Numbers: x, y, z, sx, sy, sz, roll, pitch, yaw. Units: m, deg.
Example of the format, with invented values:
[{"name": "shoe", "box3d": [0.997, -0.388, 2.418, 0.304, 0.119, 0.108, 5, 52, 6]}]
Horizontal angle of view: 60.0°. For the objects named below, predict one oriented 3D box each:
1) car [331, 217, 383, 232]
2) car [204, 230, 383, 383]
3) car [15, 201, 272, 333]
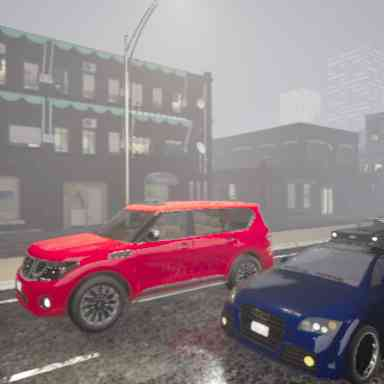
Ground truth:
[{"name": "car", "box3d": [7.393, 1.647, 12.839, 4.718, 1.301, 1.895, 0, 0, -35]}, {"name": "car", "box3d": [2.498, 1.582, 5.438, 4.181, 1.385, 1.994, 0, 0, -35]}, {"name": "car", "box3d": [-0.646, 1.234, 7.194, 5.566, 2.045, 2.150, 0, 0, -35]}]
